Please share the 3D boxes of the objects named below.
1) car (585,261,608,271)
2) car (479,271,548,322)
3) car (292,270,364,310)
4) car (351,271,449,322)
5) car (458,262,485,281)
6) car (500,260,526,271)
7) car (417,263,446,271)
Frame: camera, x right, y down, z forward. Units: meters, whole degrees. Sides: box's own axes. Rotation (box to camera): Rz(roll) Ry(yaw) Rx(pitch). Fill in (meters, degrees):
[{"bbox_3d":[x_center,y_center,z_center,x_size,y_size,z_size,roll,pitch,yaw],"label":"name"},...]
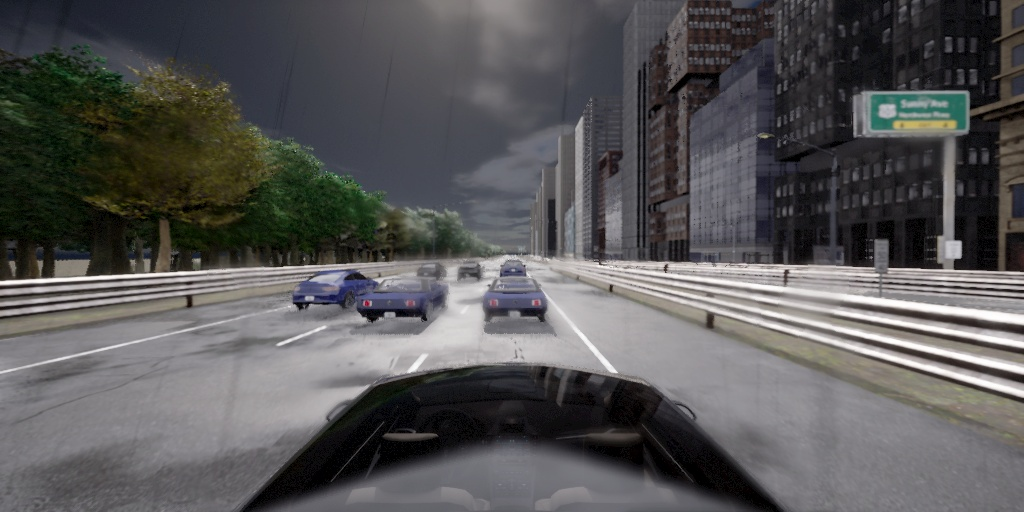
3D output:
[{"bbox_3d":[11.726,1.406,50.097,1.994,1.385,4.181,0,0,-15],"label":"car"},{"bbox_3d":[0.097,1.352,12.307,1.895,1.301,4.718,0,0,0],"label":"car"},{"bbox_3d":[-6.901,1.278,14.527,1.812,1.442,4.674,0,0,0],"label":"car"},{"bbox_3d":[-3.402,1.352,12.221,1.895,1.301,4.718,0,0,0],"label":"car"},{"bbox_3d":[-3.404,1.266,30.143,1.837,1.490,4.892,0,0,0],"label":"car"},{"bbox_3d":[0.095,1.113,29.780,2.097,1.767,4.553,0,0,0],"label":"car"},{"bbox_3d":[-6.907,1.287,31.102,1.812,1.442,4.674,0,0,0],"label":"car"}]
